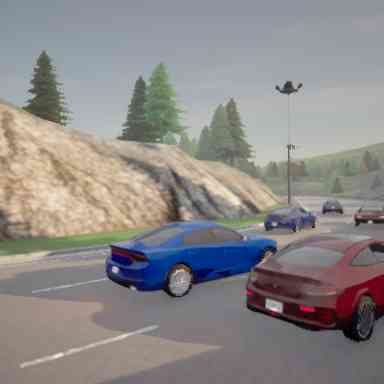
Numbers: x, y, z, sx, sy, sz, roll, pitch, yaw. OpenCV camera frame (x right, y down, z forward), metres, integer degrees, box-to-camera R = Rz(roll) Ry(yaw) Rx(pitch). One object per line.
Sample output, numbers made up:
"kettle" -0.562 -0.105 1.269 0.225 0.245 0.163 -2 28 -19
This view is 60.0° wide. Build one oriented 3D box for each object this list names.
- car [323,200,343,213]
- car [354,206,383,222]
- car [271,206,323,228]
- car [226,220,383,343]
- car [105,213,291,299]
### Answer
"car" 15.217 1.553 36.034 1.994 1.385 4.181 -1 0 22
"car" 12.241 1.571 22.392 1.895 1.301 4.718 -1 0 34
"car" 5.851 1.542 19.541 1.812 1.442 4.674 0 0 39
"car" 2.986 1.524 6.468 4.674 1.442 1.812 0 0 -40
"car" 0.257 1.507 8.724 5.008 1.535 1.882 0 0 -40
